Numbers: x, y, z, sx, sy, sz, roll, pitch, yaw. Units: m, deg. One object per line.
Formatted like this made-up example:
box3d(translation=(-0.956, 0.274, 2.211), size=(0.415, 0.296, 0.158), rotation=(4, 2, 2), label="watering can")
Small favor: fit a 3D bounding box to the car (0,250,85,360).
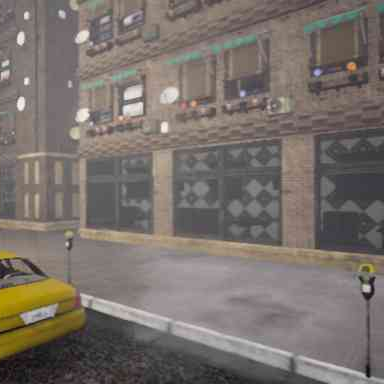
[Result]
box3d(translation=(-3.830, 1.545, 5.621), size=(4.829, 1.417, 1.752), rotation=(0, 0, 36), label="car")
